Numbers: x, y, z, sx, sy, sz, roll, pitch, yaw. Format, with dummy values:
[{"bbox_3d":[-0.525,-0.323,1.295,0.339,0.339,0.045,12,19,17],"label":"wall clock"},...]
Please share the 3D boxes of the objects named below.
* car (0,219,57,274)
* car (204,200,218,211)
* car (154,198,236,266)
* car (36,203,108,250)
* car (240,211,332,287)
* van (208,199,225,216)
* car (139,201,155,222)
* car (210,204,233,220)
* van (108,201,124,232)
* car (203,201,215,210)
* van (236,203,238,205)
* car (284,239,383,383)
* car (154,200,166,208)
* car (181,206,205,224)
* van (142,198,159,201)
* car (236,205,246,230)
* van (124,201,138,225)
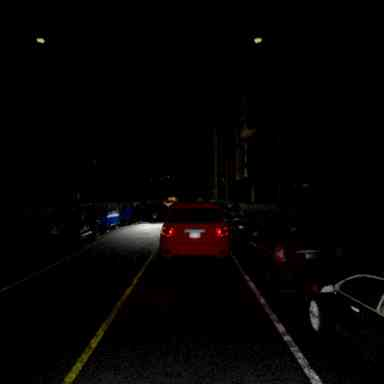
[{"bbox_3d":[-5.758,1.686,9.676,1.802,1.307,4.206,0,-1,0],"label":"car"},{"bbox_3d":[2.787,1.979,49.422,1.967,1.590,4.097,0,-1,0],"label":"car"},{"bbox_3d":[0.097,1.353,12.173,2.150,2.045,5.566,0,-1,0],"label":"car"},{"bbox_3d":[-5.756,1.480,15.356,2.192,1.841,5.009,0,-1,0],"label":"car"},{"bbox_3d":[2.766,1.545,9.681,1.967,1.590,4.097,0,-1,0],"label":"car"},{"bbox_3d":[2.781,1.754,38.069,1.690,1.788,3.998,0,-1,0],"label":"van"},{"bbox_3d":[-3.083,1.815,29.960,2.128,1.511,4.902,0,-1,0],"label":"car"},{"bbox_3d":[2.779,1.896,32.390,1.887,1.381,4.507,0,-1,0],"label":"car"},{"bbox_3d":[-5.753,1.568,21.033,1.690,1.788,3.998,0,-1,0],"label":"van"},{"bbox_3d":[2.790,2.184,55.098,1.802,1.307,4.206,0,-1,0],"label":"car"},{"bbox_3d":[2.775,1.630,26.715,1.690,1.788,3.998,0,-1,0],"label":"van"},{"bbox_3d":[2.764,1.595,4.003,2.008,1.369,4.403,0,-1,0],"label":"car"},{"bbox_3d":[-5.732,2.188,60.600,1.752,1.417,4.829,0,-1,0],"label":"car"},{"bbox_3d":[0.109,1.908,28.428,1.895,1.301,4.718,0,-1,0],"label":"car"},{"bbox_3d":[-5.741,1.816,43.741,1.690,1.788,3.998,0,-1,0],"label":"van"},{"bbox_3d":[2.773,1.778,21.035,2.008,1.369,4.403,0,-1,0],"label":"car"},{"bbox_3d":[-5.750,1.629,26.710,1.690,1.788,3.998,0,-1,0],"label":"van"}]
